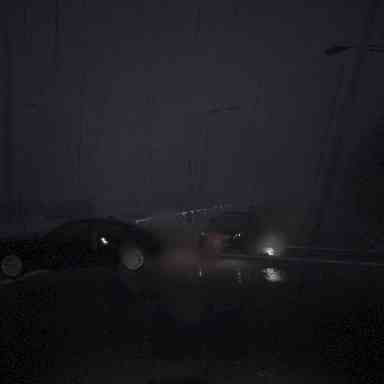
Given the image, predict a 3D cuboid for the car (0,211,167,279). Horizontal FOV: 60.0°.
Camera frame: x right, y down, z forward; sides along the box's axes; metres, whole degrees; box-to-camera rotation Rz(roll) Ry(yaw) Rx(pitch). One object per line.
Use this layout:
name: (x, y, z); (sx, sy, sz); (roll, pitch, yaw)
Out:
car: (-3.255, 1.475, 9.836); (5.008, 1.535, 1.882); (0, 0, -15)

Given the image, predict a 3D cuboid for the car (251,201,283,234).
car: (4.024, 1.490, 19.248); (1.837, 1.490, 4.892); (0, 0, 19)

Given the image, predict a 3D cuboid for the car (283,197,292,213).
car: (7.845, 1.488, 30.447); (1.837, 1.490, 4.892); (0, 0, 19)

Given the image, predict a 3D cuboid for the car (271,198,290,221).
car: (5.951, 1.476, 24.889); (2.128, 1.511, 4.902); (0, 0, 19)

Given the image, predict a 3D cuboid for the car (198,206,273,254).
car: (1.862, 1.514, 13.846); (1.812, 1.442, 4.674); (0, 0, 25)

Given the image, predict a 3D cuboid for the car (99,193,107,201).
car: (-19.997, 1.016, 70.956); (3.866, 1.878, 1.905); (0, 0, 19)

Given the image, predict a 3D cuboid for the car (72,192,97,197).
car: (-18.298, 1.250, 53.746); (4.514, 1.523, 2.007); (0, 0, 19)

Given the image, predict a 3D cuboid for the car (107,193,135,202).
car: (-13.608, 1.047, 65.308); (4.605, 1.855, 1.932); (0, 0, 19)

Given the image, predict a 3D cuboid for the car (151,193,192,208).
car: (-2.836, 1.075, 41.738); (4.605, 1.855, 1.932); (0, 0, 19)

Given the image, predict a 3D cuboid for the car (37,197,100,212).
car: (-8.957, 1.356, 24.191); (3.633, 1.501, 1.845); (0, 0, 19)

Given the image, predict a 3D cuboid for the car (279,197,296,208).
car: (13.687, 1.470, 47.601); (2.128, 1.511, 4.902); (0, 0, 19)

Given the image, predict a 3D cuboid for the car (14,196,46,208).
car: (-21.560, 1.274, 44.300); (3.633, 1.501, 1.845); (0, 0, 19)

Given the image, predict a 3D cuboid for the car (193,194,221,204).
car: (1.835, 1.127, 56.732); (5.027, 1.636, 2.152); (0, 0, 19)

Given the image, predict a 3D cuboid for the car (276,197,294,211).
car: (11.790, 1.485, 42.030); (1.837, 1.490, 4.892); (0, 0, 19)

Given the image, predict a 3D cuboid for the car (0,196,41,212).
car: (-15.021, 1.356, 29.404); (3.806, 1.475, 1.970); (0, 0, 19)

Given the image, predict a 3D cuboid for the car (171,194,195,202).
car: (-1.894, 1.259, 68.651); (4.514, 1.523, 2.007); (0, 0, 19)

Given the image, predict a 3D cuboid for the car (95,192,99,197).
car: (-21.647, 1.300, 68.006); (3.806, 1.475, 1.970); (0, 0, 19)

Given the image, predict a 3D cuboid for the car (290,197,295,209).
car: (9.902, 1.545, 36.480); (1.994, 1.385, 4.181); (0, 0, 19)
